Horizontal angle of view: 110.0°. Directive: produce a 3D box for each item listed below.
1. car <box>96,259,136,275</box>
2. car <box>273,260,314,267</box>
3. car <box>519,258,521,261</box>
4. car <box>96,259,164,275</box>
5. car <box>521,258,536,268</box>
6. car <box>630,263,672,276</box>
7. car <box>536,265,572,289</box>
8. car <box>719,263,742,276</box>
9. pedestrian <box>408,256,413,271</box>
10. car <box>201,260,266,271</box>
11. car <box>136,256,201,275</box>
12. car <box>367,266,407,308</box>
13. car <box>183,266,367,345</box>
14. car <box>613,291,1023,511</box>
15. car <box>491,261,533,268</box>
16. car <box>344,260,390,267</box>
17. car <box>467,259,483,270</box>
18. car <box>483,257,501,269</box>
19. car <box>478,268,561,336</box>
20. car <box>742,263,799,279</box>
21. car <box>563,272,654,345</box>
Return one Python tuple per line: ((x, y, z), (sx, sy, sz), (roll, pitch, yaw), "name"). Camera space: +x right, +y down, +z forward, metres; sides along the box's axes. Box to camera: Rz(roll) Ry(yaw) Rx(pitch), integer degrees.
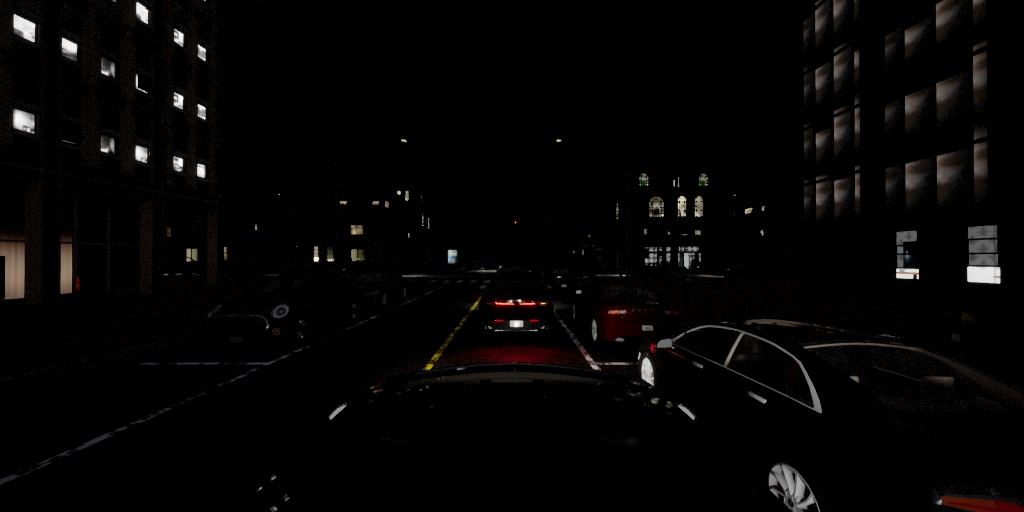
((-36.490, 1.130, 33.300), (4.403, 1.370, 2.007), (0, 0, 1), "car")
((-25.456, 1.197, 41.512), (4.829, 1.417, 1.751), (0, 0, 1), "car")
((2.687, 1.340, 64.161), (1.802, 1.307, 4.207), (0, 0, 0), "car")
((-38.177, 1.092, 35.932), (4.892, 1.490, 1.837), (0, 0, 1), "car")
((2.687, 1.322, 53.119), (1.948, 1.339, 4.313), (0, 0, 0), "car")
((14.809, 1.403, 38.306), (4.181, 1.385, 1.994), (0, 0, 1), "car")
((2.690, 1.302, 20.729), (2.007, 1.370, 4.403), (0, 0, 0), "car")
((24.624, 1.413, 38.160), (4.674, 1.442, 1.812), (0, 0, 1), "car")
((-12.554, 0.885, 44.265), (0.375, 1.860, 0.375), (0, -1, 1), "pedestrian")
((-25.417, 1.177, 33.130), (4.403, 1.370, 2.007), (0, 0, 1), "car")
((-30.953, 0.917, 33.215), (5.009, 1.841, 2.192), (0, 0, 1), "car")
((-5.691, 1.302, 15.053), (2.007, 1.370, 4.403), (0, 0, 0), "car")
((-5.690, 1.190, 9.361), (1.967, 1.591, 4.097), (0, 0, 0), "car")
((2.691, 1.301, 3.653), (2.007, 1.370, 4.403), (0, 0, 0), "car")
((0.095, 1.230, 20.552), (1.882, 1.535, 5.008), (0, 0, 2), "car")
((-14.044, 1.180, 35.405), (4.902, 1.511, 2.128), (0, 0, 4), "car")
((-5.693, 1.338, 53.132), (1.802, 1.307, 4.207), (0, 0, 0), "car")
((-3.087, 1.234, 53.804), (1.882, 1.535, 5.008), (0, 0, 1), "car")
((0.100, 1.255, 10.363), (1.837, 1.490, 4.892), (0, 0, 0), "car")
((23.641, 1.433, 32.343), (4.207, 1.307, 1.802), (0, 0, 1), "car")
((2.690, 1.296, 9.345), (1.888, 1.381, 4.507), (0, 0, 0), "car")
